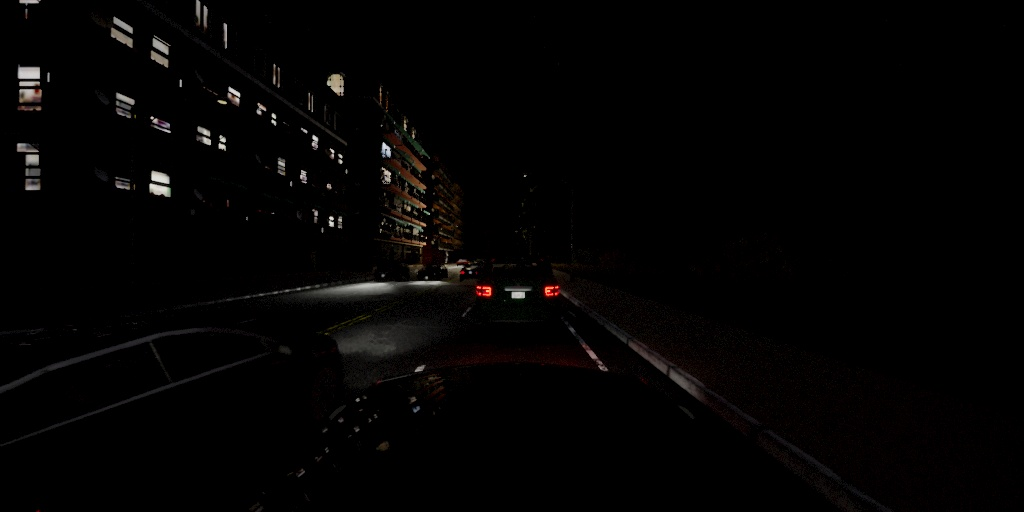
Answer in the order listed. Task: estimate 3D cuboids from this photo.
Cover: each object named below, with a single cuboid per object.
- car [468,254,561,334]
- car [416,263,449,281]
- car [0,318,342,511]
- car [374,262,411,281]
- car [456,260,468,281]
[{"bbox_3d":[0.103,0.972,10.754,2.150,2.045,5.566,0,0,-1],"label":"car"},{"bbox_3d":[-6.595,1.297,30.349,2.033,1.411,5.357,0,0,0],"label":"car"},{"bbox_3d":[-3.154,1.240,2.821,2.128,1.511,4.902,0,0,0],"label":"car"},{"bbox_3d":[-9.845,1.242,29.844,2.128,1.511,4.902,0,0,0],"label":"car"},{"bbox_3d":[-3.143,1.297,29.600,2.033,1.411,5.357,0,0,0],"label":"car"}]
